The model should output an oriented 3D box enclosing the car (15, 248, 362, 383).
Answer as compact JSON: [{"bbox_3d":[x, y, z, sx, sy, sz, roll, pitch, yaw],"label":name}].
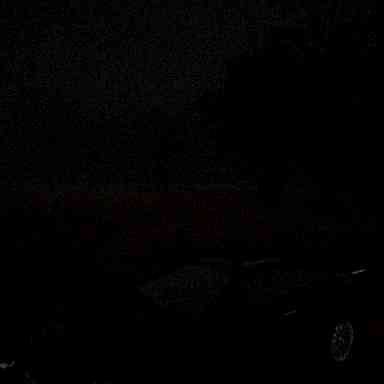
[{"bbox_3d":[0.375,1.527,4.272,4.674,1.442,1.812,0,0,-36],"label":"car"}]
